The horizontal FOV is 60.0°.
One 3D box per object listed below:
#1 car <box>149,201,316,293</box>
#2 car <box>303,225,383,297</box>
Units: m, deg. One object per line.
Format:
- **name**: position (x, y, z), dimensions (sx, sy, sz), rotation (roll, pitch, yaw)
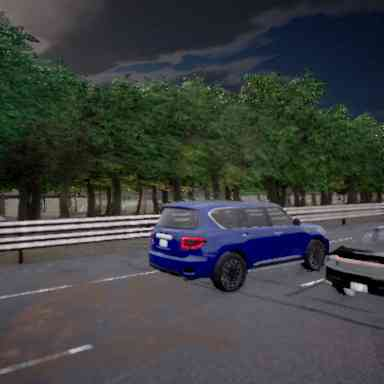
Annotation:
- **car**: position (1.498, 1.256, 9.231), dimensions (5.566, 2.045, 2.150), rotation (0, 0, -37)
- **car**: position (4.946, 1.493, 7.434), dimensions (4.902, 1.511, 2.128), rotation (0, 0, -37)
